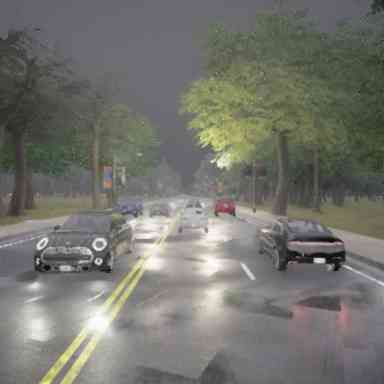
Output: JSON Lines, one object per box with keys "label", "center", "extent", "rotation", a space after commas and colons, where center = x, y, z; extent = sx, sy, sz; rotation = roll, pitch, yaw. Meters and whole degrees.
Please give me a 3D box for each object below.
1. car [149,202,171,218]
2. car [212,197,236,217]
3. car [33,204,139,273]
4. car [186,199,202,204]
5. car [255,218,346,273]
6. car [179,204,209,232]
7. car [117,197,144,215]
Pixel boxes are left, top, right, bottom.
{"label": "car", "center": [-3.141, 1.792, 33.583], "extent": [1.837, 1.490, 4.892], "rotation": [0, -1, 1]}
{"label": "car", "center": [3.485, 1.582, 36.548], "extent": [2.150, 2.045, 5.566], "rotation": [0, 0, 0]}
{"label": "car", "center": [-3.294, 1.430, 10.982], "extent": [2.097, 1.767, 4.553], "rotation": [0, -1, 0]}
{"label": "car", "center": [0.234, 1.743, 42.772], "extent": [2.097, 1.767, 4.553], "rotation": [0, -1, 0]}
{"label": "car", "center": [3.391, 1.621, 11.226], "extent": [2.128, 1.511, 4.902], "rotation": [0, 0, 0]}
{"label": "car", "center": [0.124, 1.725, 21.633], "extent": [1.812, 1.442, 4.674], "rotation": [0, 0, 1]}
{"label": "car", "center": [-6.377, 1.495, 34.451], "extent": [2.150, 2.045, 5.566], "rotation": [0, -1, 0]}
